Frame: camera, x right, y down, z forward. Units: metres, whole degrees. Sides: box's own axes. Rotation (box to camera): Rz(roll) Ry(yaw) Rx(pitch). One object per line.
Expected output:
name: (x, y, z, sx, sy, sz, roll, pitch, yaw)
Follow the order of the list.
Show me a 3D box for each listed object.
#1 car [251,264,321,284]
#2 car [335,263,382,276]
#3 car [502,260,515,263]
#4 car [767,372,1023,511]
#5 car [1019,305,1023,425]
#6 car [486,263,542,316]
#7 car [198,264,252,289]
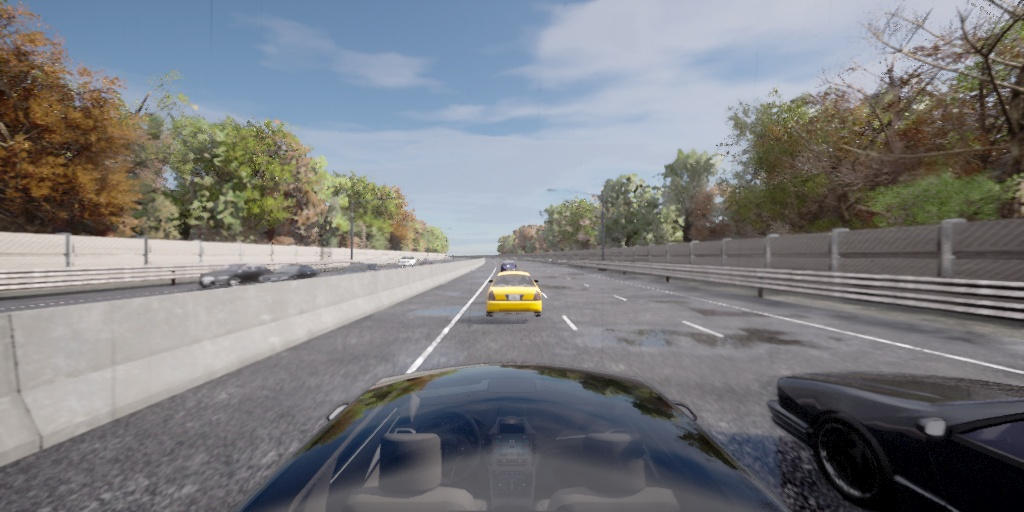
car: (-14.243, 1.284, 23.340, 1.812, 1.442, 4.674, 0, 0, -1)
car: (-10.770, 1.264, 25.473, 1.837, 1.490, 4.892, 0, 0, -1)
car: (-0.430, 1.270, 44.474, 2.163, 1.488, 4.792, 0, 0, -1)
car: (3.598, 1.297, 1.257, 2.033, 1.411, 5.357, 0, 0, 0)
car: (7.095, 1.296, 1.617, 2.033, 1.411, 5.357, 0, 0, 0)
car: (0.052, 1.211, 13.238, 1.801, 1.575, 5.366, 0, 0, 0)
car: (-17.742, 1.250, 23.289, 2.128, 1.511, 4.902, 0, 0, -1)
